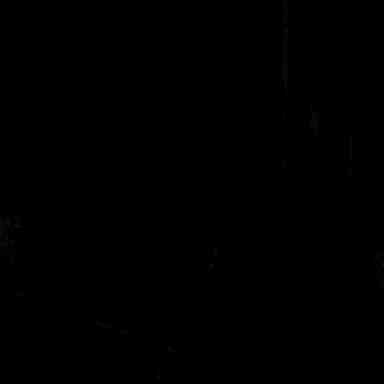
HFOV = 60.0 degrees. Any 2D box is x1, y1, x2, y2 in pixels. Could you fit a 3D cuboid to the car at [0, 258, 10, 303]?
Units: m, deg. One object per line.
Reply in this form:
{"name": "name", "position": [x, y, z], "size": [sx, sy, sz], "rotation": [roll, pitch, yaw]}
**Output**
{"name": "car", "position": [-5.343, 1.518, 6.659], "size": [4.313, 1.339, 1.947], "rotation": [0, 0, 36]}
